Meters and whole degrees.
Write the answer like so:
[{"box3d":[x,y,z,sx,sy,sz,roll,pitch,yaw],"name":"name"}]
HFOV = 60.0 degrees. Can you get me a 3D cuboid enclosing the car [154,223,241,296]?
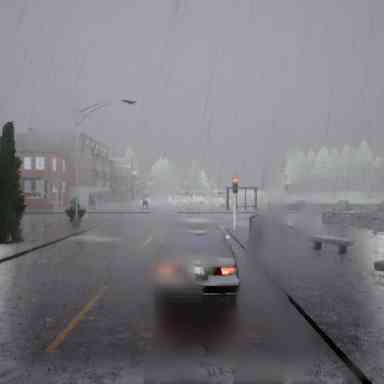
[{"box3d":[0.101,1.545,8.808,2.033,1.411,5.357,0,0,0],"name":"car"}]
